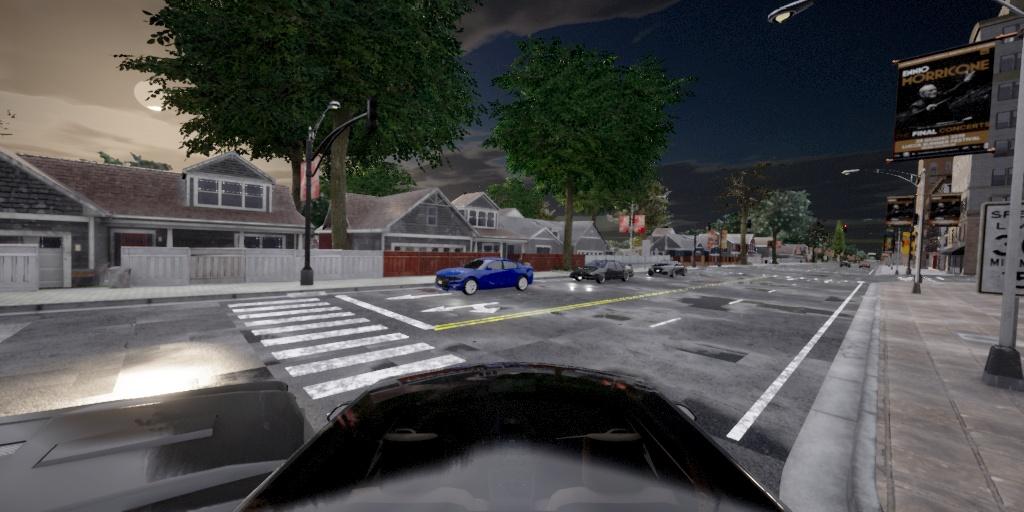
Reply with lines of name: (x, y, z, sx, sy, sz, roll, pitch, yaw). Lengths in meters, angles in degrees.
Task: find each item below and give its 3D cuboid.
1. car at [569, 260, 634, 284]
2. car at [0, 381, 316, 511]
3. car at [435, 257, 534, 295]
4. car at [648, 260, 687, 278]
car: (6.008, 0.945, 23.382, 5.357, 1.411, 2.033, 0, 2, -44)
car: (-3.309, 1.291, 1.258, 4.718, 1.301, 1.895, 1, 2, -34)
car: (-1.144, 0.822, 16.448, 5.008, 1.535, 1.882, 0, 2, -44)
car: (13.193, 1.019, 30.317, 4.181, 1.385, 1.994, 0, 2, -44)
